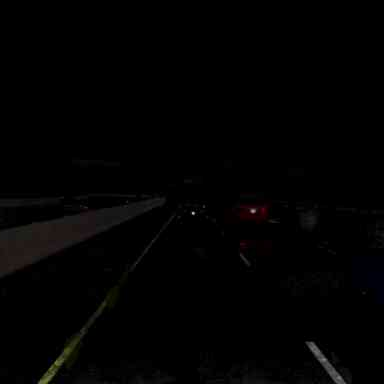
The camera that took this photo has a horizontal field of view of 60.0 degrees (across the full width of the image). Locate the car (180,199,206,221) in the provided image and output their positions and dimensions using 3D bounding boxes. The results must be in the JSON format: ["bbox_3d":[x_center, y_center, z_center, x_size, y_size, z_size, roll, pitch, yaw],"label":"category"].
[{"bbox_3d":[0.094,1.545,26.668,1.994,1.385,4.181,0,0,0],"label":"car"}]

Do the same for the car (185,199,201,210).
[{"bbox_3d":[0.073,1.576,43.025,1.895,1.301,4.718,0,0,0],"label":"car"}]

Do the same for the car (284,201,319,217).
[{"bbox_3d":[10.590,1.582,32.645,1.895,1.301,4.718,0,0,0],"label":"car"}]

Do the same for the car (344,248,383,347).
[{"bbox_3d":[3.598,1.220,3.163,2.150,2.045,5.566,0,0,0],"label":"car"}]

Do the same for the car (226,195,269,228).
[{"bbox_3d":[3.593,1.209,22.249,2.150,2.045,5.566,0,0,0],"label":"car"}]

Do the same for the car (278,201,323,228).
[{"bbox_3d":[7.093,1.513,22.047,1.812,1.442,4.674,0,0,0],"label":"car"}]
